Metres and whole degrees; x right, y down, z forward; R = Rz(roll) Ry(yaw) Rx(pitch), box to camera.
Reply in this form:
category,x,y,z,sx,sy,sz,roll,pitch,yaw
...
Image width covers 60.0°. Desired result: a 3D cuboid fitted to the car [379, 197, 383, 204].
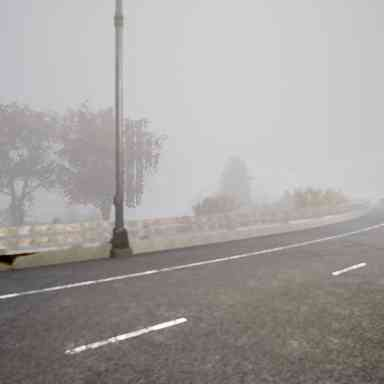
category,x,y,z,sx,sy,sz,roll,pitch,yaw
car,35.832,1.401,60.612,2.097,1.767,4.553,0,0,15
